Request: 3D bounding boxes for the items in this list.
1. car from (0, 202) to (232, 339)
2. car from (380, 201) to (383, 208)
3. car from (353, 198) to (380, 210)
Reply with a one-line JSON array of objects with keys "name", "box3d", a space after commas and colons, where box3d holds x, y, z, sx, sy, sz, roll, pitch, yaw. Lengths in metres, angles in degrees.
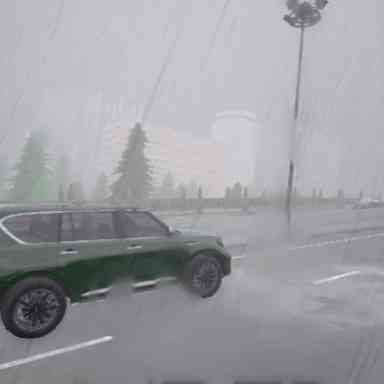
[{"name": "car", "box3d": [-1.734, 1.218, 6.809, 5.566, 2.045, 2.150, 0, 0, -35]}, {"name": "car", "box3d": [24.298, 1.453, 38.489, 5.008, 1.535, 1.882, 1, -1, -35]}, {"name": "car", "box3d": [21.790, 1.493, 40.999, 4.674, 1.442, 1.812, 1, -1, -35]}]
